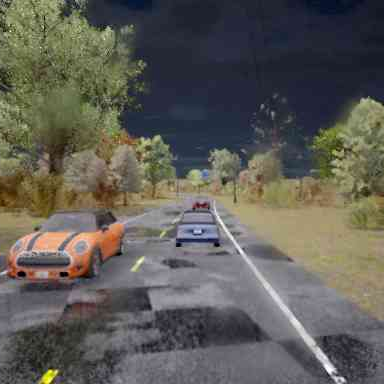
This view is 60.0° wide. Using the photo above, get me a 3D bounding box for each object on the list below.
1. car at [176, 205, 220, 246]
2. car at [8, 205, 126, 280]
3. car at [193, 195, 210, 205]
[{"bbox_3d":[0.265,1.531,15.081,2.033,1.411,5.357,0,0,1],"label":"car"},{"bbox_3d":[-3.459,1.339,10.040,2.097,1.767,4.553,0,0,1],"label":"car"},{"bbox_3d":[1.204,1.285,41.136,2.097,1.767,4.553,0,0,3],"label":"car"}]
